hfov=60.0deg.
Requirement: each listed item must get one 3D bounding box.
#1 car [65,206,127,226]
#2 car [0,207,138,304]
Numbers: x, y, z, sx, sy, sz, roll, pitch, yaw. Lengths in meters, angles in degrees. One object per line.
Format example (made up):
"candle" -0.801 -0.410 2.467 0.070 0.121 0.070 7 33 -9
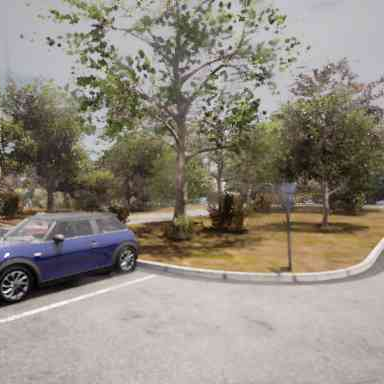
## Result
"car" -7.810 1.926 27.557 1.895 1.301 4.718 -3 -1 35
"car" -3.535 1.342 8.362 2.185 1.767 4.553 0 0 35
